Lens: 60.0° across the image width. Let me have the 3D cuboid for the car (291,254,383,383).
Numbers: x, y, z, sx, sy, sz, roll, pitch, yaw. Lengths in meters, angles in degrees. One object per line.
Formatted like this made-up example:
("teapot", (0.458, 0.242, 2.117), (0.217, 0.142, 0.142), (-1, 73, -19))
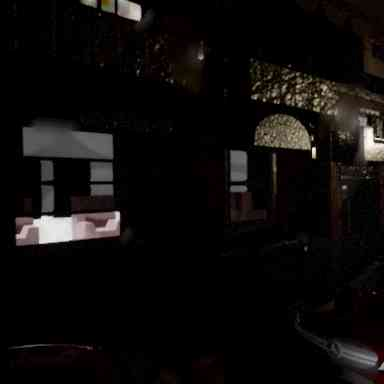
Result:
("car", (3.166, 1.551, 4.673), (4.206, 1.307, 1.802), (0, -1, -35))

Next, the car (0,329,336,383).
("car", (-1.413, 1.585, 1.446), (4.206, 1.307, 1.802), (0, -1, -35))
